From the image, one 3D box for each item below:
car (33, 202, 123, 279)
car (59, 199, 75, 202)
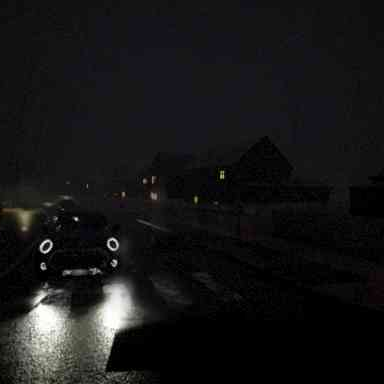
[{"bbox_3d":[-3.301,1.325,10.050,2.097,1.767,4.553,1,0,-17],"label":"car"},{"bbox_3d":[-12.622,1.535,33.627,1.837,1.490,4.892,1,0,-25],"label":"car"}]
